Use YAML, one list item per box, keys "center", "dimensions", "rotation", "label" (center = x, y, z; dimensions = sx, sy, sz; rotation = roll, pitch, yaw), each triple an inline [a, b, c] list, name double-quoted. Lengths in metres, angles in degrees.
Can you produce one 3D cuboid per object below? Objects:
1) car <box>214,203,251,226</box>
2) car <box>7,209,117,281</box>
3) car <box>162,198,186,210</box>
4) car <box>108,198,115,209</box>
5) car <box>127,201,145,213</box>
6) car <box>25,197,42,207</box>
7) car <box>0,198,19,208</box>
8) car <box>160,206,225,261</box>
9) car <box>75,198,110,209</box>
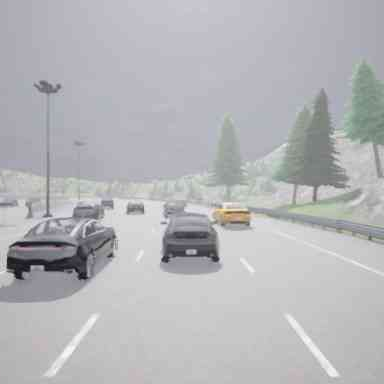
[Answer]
- center: [2.682, 1.496, 23.333]
  dimensions: [1.882, 1.535, 5.008]
  rotation: [0, 0, -6]
  label: "car"
- center: [-3.532, 1.501, 9.907]
  dimensions: [2.128, 1.511, 4.902]
  rotation: [0, 0, -1]
  label: "car"
- center: [-1.838, 1.573, 31.690]
  dimensions: [2.033, 1.411, 5.357]
  rotation: [0, 0, -9]
  label: "car"
- center: [-11.913, 1.543, 46.502]
  dimensions: [1.837, 1.490, 4.892]
  rotation: [1, 0, -14]
  label: "car"
- center: [-6.356, 1.631, 37.358]
  dimensions: [1.895, 1.301, 4.718]
  rotation: [0, 0, -11]
  label: "car"
- center: [-24.229, 1.544, 50.908]
  dimensions: [1.837, 1.490, 4.892]
  rotation: [0, 0, -16]
  label: "car"
- center: [-27.698, 1.587, 50.445]
  dimensions: [2.033, 1.411, 5.357]
  rotation: [0, 0, -16]
  label: "car"
- center: [-0.107, 1.517, 12.282]
  dimensions: [1.837, 1.490, 4.892]
  rotation: [0, 0, -2]
  label: "car"
- center: [-8.279, 1.514, 26.947]
  dimensions: [2.128, 1.511, 4.902]
  rotation: [0, 0, -7]
  label: "car"
